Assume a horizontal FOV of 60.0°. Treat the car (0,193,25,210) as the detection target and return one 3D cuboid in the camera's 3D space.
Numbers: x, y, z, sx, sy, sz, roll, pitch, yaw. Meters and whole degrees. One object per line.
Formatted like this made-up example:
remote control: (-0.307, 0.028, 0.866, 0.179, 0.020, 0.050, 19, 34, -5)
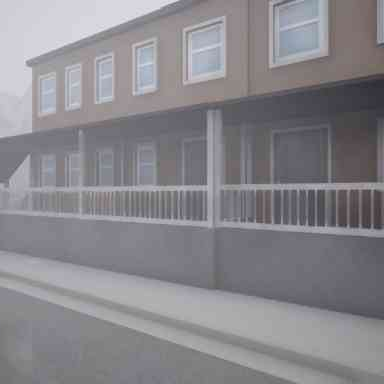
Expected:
car: (-14.935, 0.965, 27.550, 1.812, 1.442, 4.674, 0, 15, 34)
